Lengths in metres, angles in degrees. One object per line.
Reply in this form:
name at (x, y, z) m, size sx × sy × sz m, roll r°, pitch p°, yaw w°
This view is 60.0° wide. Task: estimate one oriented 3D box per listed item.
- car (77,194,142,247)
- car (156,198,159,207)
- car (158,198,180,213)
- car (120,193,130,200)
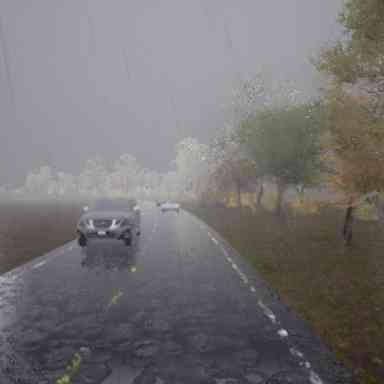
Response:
car at (-3.606, 1.208, 15.458) m, size 2.150 × 2.045 × 5.566 m, roll 0°, pitch 0°, yaw -3°
car at (-4.326, 1.541, 49.169) m, size 1.895 × 1.301 × 4.718 m, roll 0°, pitch 0°, yaw -10°
car at (-2.477, 1.556, 37.188) m, size 1.895 × 1.301 × 4.718 m, roll 0°, pitch 0°, yaw -7°
car at (-18.502, 1.243, 91.859) m, size 2.097 × 1.767 × 4.553 m, roll 0°, pitch 0°, yaw -19°
